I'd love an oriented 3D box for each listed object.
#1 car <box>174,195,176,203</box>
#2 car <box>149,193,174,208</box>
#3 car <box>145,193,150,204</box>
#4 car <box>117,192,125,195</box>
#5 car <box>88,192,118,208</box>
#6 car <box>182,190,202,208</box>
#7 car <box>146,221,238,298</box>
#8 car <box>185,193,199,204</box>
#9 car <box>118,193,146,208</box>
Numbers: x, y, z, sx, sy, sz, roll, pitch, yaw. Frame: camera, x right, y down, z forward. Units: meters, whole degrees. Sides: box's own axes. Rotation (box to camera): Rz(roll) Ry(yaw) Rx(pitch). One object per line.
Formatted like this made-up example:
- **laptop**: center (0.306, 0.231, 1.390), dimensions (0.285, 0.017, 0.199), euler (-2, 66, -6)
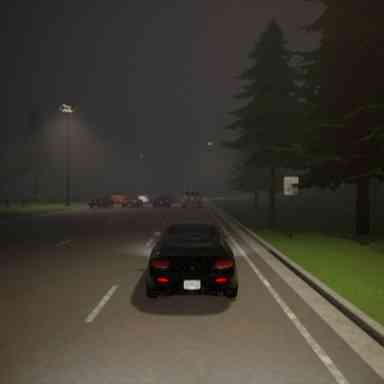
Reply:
- **car**: center (-3.491, 0.892, 49.149), dimensions (1.882, 1.535, 5.008), euler (0, 1, 0)
- **car**: center (-3.493, 1.097, 39.148), dimensions (1.994, 1.385, 4.181), euler (0, 1, 0)
- **car**: center (-6.991, 0.940, 49.150), dimensions (1.812, 1.442, 4.674), euler (0, 1, 0)
- **car**: center (-10.491, 0.767, 49.119), dimensions (2.097, 1.767, 4.553), euler (0, 1, 0)
- **car**: center (-10.493, 1.086, 38.732), dimensions (2.033, 1.411, 5.357), euler (0, 1, 0)
- **car**: center (0.007, 0.759, 38.756), dimensions (2.150, 2.045, 5.566), euler (0, 1, 0)
- **car**: center (0.002, 1.427, 8.119), dimensions (1.812, 1.442, 4.674), euler (0, 1, 0)
- **car**: center (0.009, 0.962, 49.149), dimensions (2.033, 1.411, 5.357), euler (0, 1, 0)
- **car**: center (-6.993, 1.134, 39.179), dimensions (1.895, 1.301, 4.718), euler (0, 1, 0)
